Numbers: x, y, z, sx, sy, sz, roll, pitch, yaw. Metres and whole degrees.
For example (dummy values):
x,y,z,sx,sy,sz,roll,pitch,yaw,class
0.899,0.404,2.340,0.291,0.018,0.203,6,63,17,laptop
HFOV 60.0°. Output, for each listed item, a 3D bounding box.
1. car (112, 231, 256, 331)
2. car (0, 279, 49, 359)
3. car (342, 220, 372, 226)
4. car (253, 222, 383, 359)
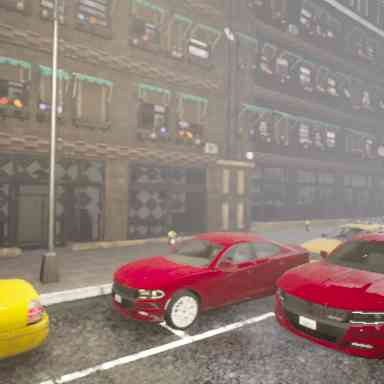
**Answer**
x,y,z,sx,sy,sz,roll,pitch,yaw,class
0.590,1.560,6.923,4.507,1.381,1.887,0,1,-35,car
-4.176,1.521,3.522,4.829,1.417,1.752,0,1,-35,car
5.079,1.559,10.127,4.829,1.417,1.752,0,1,-35,car
3.595,1.499,5.943,5.008,1.535,1.882,0,0,-36,car
